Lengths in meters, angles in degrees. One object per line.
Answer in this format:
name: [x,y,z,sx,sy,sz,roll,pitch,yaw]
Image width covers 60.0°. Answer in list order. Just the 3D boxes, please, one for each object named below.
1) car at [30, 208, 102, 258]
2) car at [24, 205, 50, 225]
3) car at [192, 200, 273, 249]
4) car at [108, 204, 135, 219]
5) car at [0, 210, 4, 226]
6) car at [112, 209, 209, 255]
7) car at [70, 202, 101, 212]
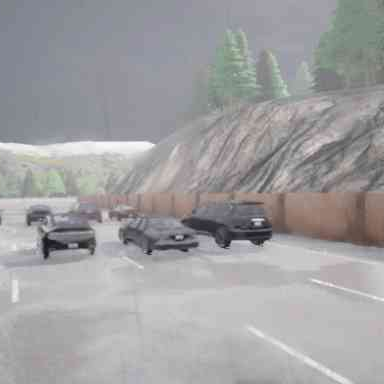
car: [-5.172,1.634,13.485,2.128,1.511,4.902,0,-1,-28]
car: [-12.258,1.783,26.709,1.837,1.490,4.892,0,0,-28]
car: [1.436,1.400,15.956,2.150,2.045,5.566,0,0,-28]
car: [-6.270,1.847,30.365,1.812,1.442,4.674,0,0,-28]
car: [-15.527,1.783,25.406,1.812,1.442,4.674,0,0,-28]
car: [-1.631,1.701,14.265,2.033,1.411,5.357,0,-1,-28]
car: [-9.134,1.647,28.292,2.097,1.767,4.553,0,-1,-28]
